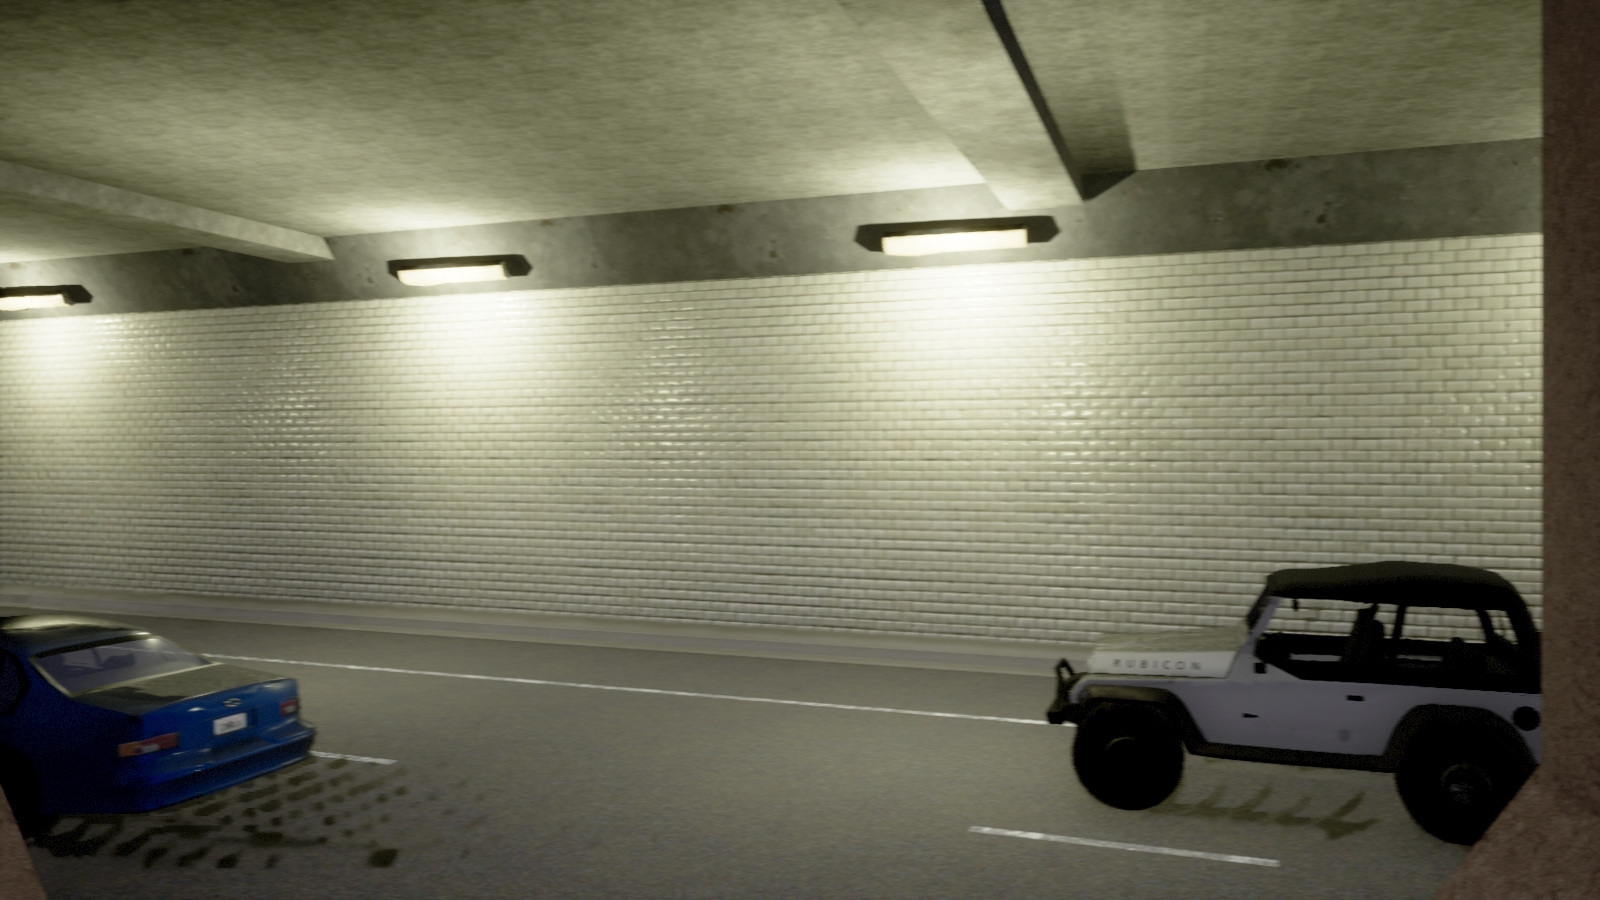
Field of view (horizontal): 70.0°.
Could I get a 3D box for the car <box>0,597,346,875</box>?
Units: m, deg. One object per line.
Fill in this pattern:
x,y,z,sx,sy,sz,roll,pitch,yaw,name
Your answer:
-6.634,2.106,9.435,5.357,1.411,2.033,0,0,20,car

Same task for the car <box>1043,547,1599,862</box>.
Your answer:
4.060,1.857,9.269,3.866,1.878,1.905,0,0,20,car
